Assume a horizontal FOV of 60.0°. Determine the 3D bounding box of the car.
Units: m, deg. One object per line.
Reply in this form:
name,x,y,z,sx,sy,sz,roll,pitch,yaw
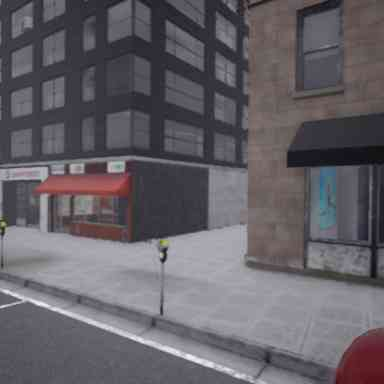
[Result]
car,2.973,1.319,0.947,5.009,1.841,2.192,0,1,36
